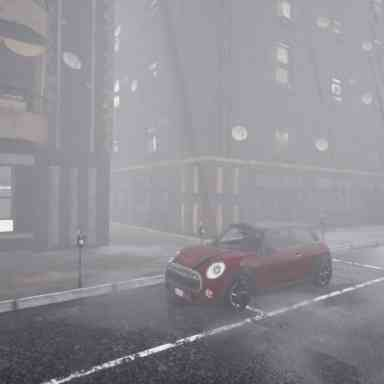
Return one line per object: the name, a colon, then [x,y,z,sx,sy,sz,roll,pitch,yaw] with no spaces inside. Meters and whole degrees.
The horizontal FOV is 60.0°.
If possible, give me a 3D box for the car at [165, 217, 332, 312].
car: [1.373,1.442,7.684,4.097,1.590,1.967,0,1,-36]
